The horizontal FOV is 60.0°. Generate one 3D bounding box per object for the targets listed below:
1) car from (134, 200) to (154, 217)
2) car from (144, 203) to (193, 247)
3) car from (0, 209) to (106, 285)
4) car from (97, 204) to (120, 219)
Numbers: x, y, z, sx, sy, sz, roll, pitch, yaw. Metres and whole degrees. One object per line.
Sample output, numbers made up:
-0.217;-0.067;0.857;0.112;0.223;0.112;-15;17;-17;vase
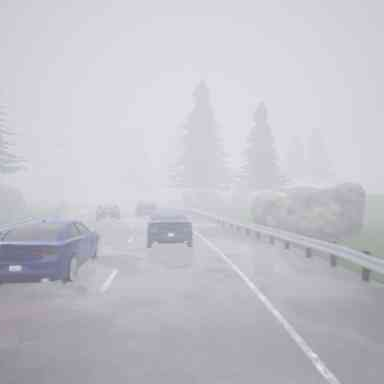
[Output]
-4.447;1.523;31.666;1.882;1.535;5.008;0;0;-15;car
-1.107;1.496;15.199;1.882;1.535;5.008;0;0;-7;car
-3.995;1.499;9.641;1.882;1.535;5.008;0;0;-4;car
-7.274;1.652;28.764;1.895;1.301;4.718;0;0;-14;car
